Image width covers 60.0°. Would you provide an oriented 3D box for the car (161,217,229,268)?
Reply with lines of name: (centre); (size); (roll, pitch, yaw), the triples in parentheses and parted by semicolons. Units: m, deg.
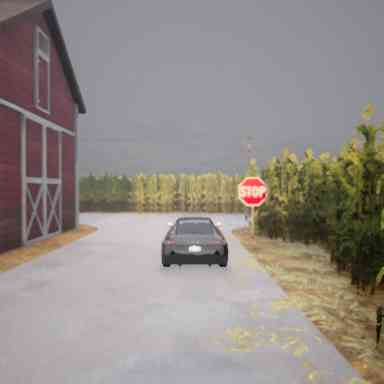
car: (0.078, 1.509, 11.114); (1.994, 1.385, 4.181); (0, 1, 0)
